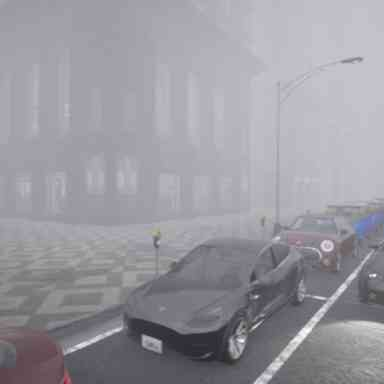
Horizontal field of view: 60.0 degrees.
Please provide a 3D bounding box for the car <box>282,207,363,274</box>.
[{"bbox_3d":[3.974,1.445,10.626,1.967,1.590,4.097,0,0,35],"label":"car"}]

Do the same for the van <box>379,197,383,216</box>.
[{"bbox_3d":[20.138,1.410,33.711,1.690,1.788,3.998,0,0,35],"label":"van"}]

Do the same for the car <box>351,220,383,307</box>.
[{"bbox_3d":[4.975,1.578,7.247,1.994,1.385,4.181,0,0,35],"label":"car"}]

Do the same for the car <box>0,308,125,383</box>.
[{"bbox_3d":[-2.492,1.566,1.391,1.802,1.307,4.206,0,0,35],"label":"car"}]

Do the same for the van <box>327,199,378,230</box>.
[{"bbox_3d":[7.207,1.358,15.243,1.690,1.788,3.998,0,0,35],"label":"van"}]

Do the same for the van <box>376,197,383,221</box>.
[{"bbox_3d":[10.440,1.370,19.860,1.690,1.788,3.998,0,0,35],"label":"van"}]

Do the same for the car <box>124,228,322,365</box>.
[{"bbox_3d":[0.741,1.560,6.008,1.947,1.339,4.313,0,0,35],"label":"car"}]
